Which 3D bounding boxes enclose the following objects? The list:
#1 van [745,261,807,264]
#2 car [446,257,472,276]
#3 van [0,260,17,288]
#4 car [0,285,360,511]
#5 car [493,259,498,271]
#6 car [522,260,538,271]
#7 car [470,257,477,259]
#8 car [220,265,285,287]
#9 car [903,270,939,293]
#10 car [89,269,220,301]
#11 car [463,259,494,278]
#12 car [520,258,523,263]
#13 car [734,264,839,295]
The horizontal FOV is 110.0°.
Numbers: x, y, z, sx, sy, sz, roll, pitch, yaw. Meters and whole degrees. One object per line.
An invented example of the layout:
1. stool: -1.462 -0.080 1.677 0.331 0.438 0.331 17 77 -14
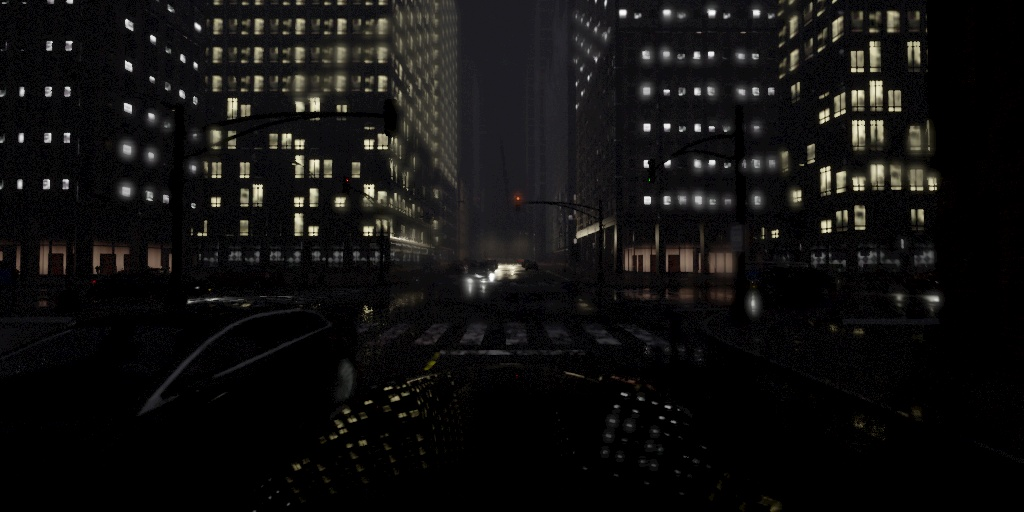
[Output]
1. van: 15.972 1.210 22.075 3.998 1.789 1.690 0 0 0
2. car: -5.706 1.203 37.576 1.967 1.591 4.097 0 0 0
3. van: -33.447 1.132 22.164 3.998 1.789 1.690 0 0 0
4. car: -3.088 1.243 3.243 2.128 1.511 4.902 0 0 0
5. car: -3.119 1.367 44.407 1.895 1.301 4.718 0 0 0
6. car: 2.669 1.350 48.792 1.802 1.307 4.207 0 0 0
7. car: -5.712 1.083 48.726 2.192 1.841 5.009 0 0 0
8. car: -16.502 1.255 22.134 4.097 1.591 1.967 0 0 0
9. car: 24.345 1.313 19.482 5.008 1.535 1.882 0 -1 0
10. car: -16.364 1.266 16.367 4.181 1.385 1.994 0 -1 0
11. car: -3.117 1.310 34.497 2.033 1.411 5.357 0 0 0
12. car: 2.665 1.298 60.118 1.751 1.417 4.829 0 0 0
13. car: 14.865 1.321 19.503 4.892 1.490 1.837 0 -1 0
